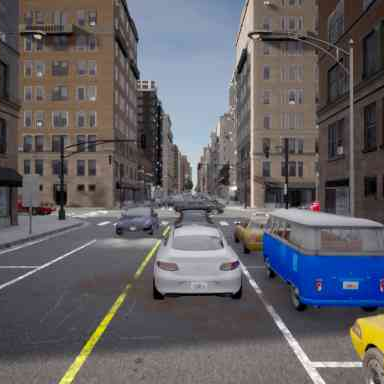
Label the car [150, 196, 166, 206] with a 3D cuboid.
[{"bbox_3d":[-5.482,1.588,50.920,1.802,1.307,4.206,1,0,1],"label":"car"}]

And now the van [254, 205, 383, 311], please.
[{"bbox_3d":[2.685,1.342,7.469,1.690,1.788,3.998,1,0,0],"label":"van"}]

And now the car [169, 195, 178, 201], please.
[{"bbox_3d":[-4.946,1.566,89.621,1.947,1.339,4.313,1,0,1],"label":"car"}]

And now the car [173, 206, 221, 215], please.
[{"bbox_3d":[0.108,1.567,15.653,1.994,1.385,4.181,0,0,0],"label":"car"}]

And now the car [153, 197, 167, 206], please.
[{"bbox_3d":[-5.405,1.571,56.449,1.947,1.339,4.313,1,0,1],"label":"car"}]

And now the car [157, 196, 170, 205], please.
[{"bbox_3d":[-5.328,1.556,61.977,2.008,1.369,4.403,1,0,1],"label":"car"}]

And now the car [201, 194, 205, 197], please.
[{"bbox_3d":[3.196,1.555,61.866,2.008,1.369,4.403,1,0,1],"label":"car"}]

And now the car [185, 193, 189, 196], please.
[{"bbox_3d":[-2.338,1.359,72.034,2.097,1.767,4.553,0,0,1],"label":"car"}]

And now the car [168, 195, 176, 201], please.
[{"bbox_3d":[-5.024,1.527,83.923,1.752,1.417,4.829,1,0,1],"label":"car"}]

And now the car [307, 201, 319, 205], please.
[{"bbox_3d":[15.592,1.356,35.566,5.566,2.045,2.150,0,-1,0],"label":"car"}]

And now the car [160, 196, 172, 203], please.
[{"bbox_3d":[-5.251,1.549,67.506,1.887,1.381,4.507,1,0,1],"label":"car"}]

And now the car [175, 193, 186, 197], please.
[{"bbox_3d":[-2.543,1.483,61.907,1.882,1.535,5.008,0,0,1],"label":"car"}]

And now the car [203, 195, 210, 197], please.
[{"bbox_3d":[3.044,1.571,50.806,1.947,1.339,4.313,1,0,1],"label":"car"}]

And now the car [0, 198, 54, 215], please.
[{"bbox_3d":[-16.285,1.382,32.361,4.892,1.490,1.837,0,-1,0],"label":"car"}]

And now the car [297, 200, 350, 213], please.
[{"bbox_3d":[15.241,1.712,38.814,5.357,1.411,2.033,0,-1,0],"label":"car"}]

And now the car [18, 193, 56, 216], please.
[{"bbox_3d":[-14.830,1.076,29.019,5.566,2.045,2.150,0,-1,3],"label":"car"}]

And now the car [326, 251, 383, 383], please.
[{"bbox_3d":[2.678,1.526,1.966,1.752,1.417,4.829,1,0,0],"label":"car"}]

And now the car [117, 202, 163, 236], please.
[{"bbox_3d":[-2.885,1.529,18.649,1.812,1.442,4.674,0,0,0],"label":"car"}]

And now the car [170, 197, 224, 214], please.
[{"bbox_3d":[0.657,1.510,32.214,4.892,1.490,1.837,0,0,0],"label":"car"}]

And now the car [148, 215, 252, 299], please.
[{"bbox_3d":[0.084,1.527,8.317,1.812,1.442,4.674,0,0,-1],"label":"car"}]

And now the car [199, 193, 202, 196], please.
[{"bbox_3d":[3.579,1.550,89.517,2.008,1.369,4.403,1,0,1],"label":"car"}]

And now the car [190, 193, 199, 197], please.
[{"bbox_3d":[0.935,1.523,91.853,1.812,1.442,4.674,0,0,1],"label":"car"}]

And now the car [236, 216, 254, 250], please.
[{"bbox_3d":[2.689,1.528,13.313,1.752,1.417,4.829,1,0,0],"label":"car"}]

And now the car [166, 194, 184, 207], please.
[{"bbox_3d":[-2.702,1.483,52.247,1.882,1.535,5.008,0,0,1],"label":"car"}]
